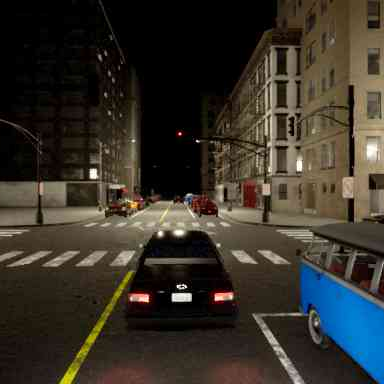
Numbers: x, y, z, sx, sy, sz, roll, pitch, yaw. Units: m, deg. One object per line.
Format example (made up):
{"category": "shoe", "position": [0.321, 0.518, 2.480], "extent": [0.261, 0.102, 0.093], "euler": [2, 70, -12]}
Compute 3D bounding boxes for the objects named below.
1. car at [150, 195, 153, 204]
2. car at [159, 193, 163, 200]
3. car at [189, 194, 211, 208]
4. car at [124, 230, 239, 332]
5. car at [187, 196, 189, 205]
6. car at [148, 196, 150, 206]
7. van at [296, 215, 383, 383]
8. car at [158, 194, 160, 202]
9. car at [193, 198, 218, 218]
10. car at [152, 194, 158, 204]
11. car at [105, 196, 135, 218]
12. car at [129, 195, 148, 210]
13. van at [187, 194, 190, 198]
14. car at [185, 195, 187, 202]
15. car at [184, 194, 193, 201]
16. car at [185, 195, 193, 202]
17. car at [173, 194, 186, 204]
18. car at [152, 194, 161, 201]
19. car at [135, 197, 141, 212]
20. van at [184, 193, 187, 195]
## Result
{"category": "car", "position": [-7.557, 1.564, 51.819], "extent": [1.947, 1.339, 4.313], "euler": [0, 0, -2]}
{"category": "car", "position": [-8.715, 1.304, 78.842], "extent": [2.192, 1.841, 5.009], "euler": [0, 0, -2]}
{"category": "car", "position": [1.155, 1.315, 35.949], "extent": [2.192, 1.841, 5.009], "euler": [0, 0, -2]}
{"category": "car", "position": [-0.256, 1.547, 7.245], "extent": [2.033, 1.411, 5.357], "euler": [0, 0, -2]}
{"category": "car", "position": [0.692, 1.544, 46.758], "extent": [1.887, 1.381, 4.507], "euler": [0, 0, -2]}
{"category": "car", "position": [-7.319, 1.525, 46.245], "extent": [1.752, 1.417, 4.829], "euler": [0, 0, -2]}
{"category": "van", "position": [2.537, 1.341, 3.689], "extent": [1.690, 1.788, 3.998], "euler": [0, 0, -2]}
{"category": "car", "position": [-8.252, 1.558, 68.033], "extent": [1.947, 1.339, 4.313], "euler": [0, 0, -2]}
{"category": "car", "position": [1.386, 1.545, 30.544], "extent": [1.887, 1.381, 4.507], "euler": [0, 0, -2]}
{"category": "car", "position": [-8.020, 1.545, 62.629], "extent": [2.008, 1.369, 4.403], "euler": [0, 0, -2]}
{"category": "car", "position": [-6.631, 1.440, 30.201], "extent": [1.967, 1.590, 4.097], "euler": [0, 0, -2]}
{"category": "car", "position": [-7.094, 1.315, 41.010], "extent": [2.192, 1.841, 5.009], "euler": [0, 0, -2]}
{"category": "van", "position": [0.461, 1.339, 52.163], "extent": [1.690, 1.788, 3.998], "euler": [0, 0, -2]}
{"category": "car", "position": [0.229, 1.562, 57.567], "extent": [1.947, 1.339, 4.313], "euler": [0, 0, -2]}
{"category": "car", "position": [-0.928, 1.427, 84.589], "extent": [1.967, 1.590, 4.097], "euler": [0, 0, -2]}
{"category": "car", "position": [-0.704, 1.514, 79.355], "extent": [1.752, 1.417, 4.829], "euler": [0, 0, -2]}
{"category": "car", "position": [-2.480, 1.521, 61.340], "extent": [1.812, 1.442, 4.674], "euler": [0, 0, -3]}
{"category": "car", "position": [-8.946, 1.427, 84.246], "extent": [1.967, 1.590, 4.097], "euler": [0, 0, -2]}
{"category": "car", "position": [-6.856, 1.526, 35.435], "extent": [1.752, 1.417, 4.829], "euler": [0, 0, -2]}
{"category": "van", "position": [-0.465, 1.331, 73.780], "extent": [1.690, 1.788, 3.998], "euler": [0, 0, -2]}
